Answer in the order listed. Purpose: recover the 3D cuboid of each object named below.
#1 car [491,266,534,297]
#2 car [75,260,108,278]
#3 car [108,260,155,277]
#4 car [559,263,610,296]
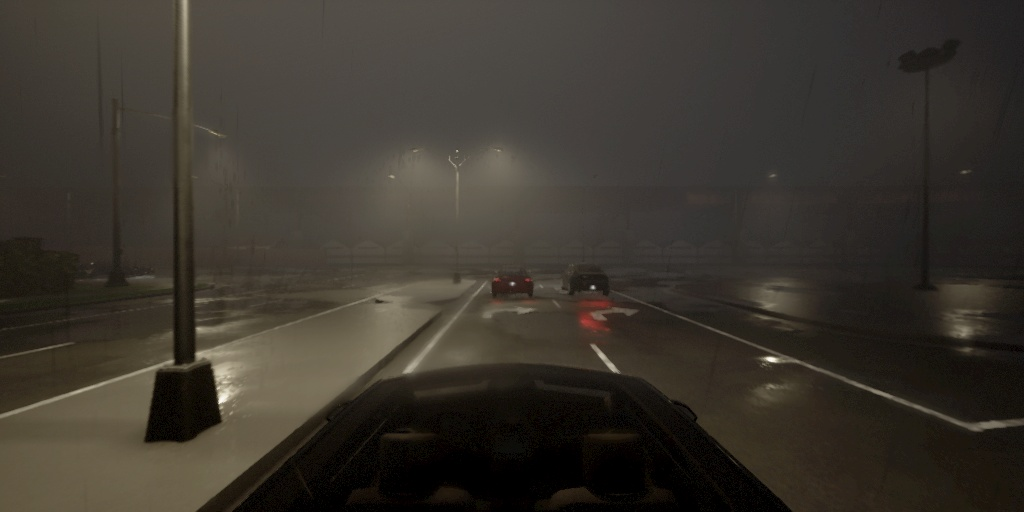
[{"bbox_3d":[0.041,1.167,17.793,1.994,1.385,4.181,0,1,1],"label":"car"},{"bbox_3d":[-34.540,1.007,27.233,4.902,1.511,2.128,0,1,0],"label":"car"},{"bbox_3d":[-34.027,1.032,30.734,5.357,1.411,2.033,0,1,0],"label":"car"},{"bbox_3d":[3.587,1.105,18.114,1.837,1.490,4.892,0,1,1],"label":"car"}]
